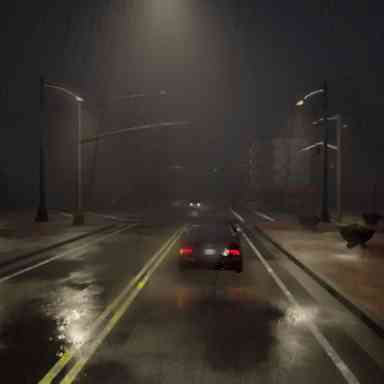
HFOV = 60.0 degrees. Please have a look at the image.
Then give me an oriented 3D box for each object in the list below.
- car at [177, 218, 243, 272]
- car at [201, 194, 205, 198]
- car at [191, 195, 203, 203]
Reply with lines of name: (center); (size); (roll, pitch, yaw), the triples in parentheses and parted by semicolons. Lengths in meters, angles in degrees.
car: (0.622, 1.556, 10.866); (2.033, 1.411, 5.357); (0, 0, 4)
car: (1.686, 1.609, 86.107); (1.994, 1.385, 4.181); (0, 0, 4)
car: (0.730, 1.646, 70.512); (1.895, 1.301, 4.718); (0, 0, 4)
